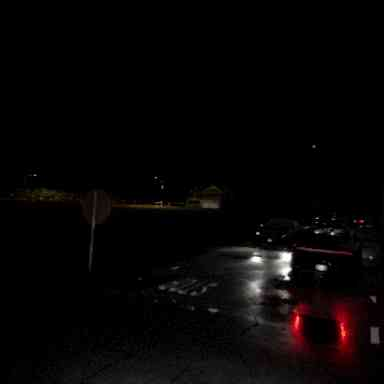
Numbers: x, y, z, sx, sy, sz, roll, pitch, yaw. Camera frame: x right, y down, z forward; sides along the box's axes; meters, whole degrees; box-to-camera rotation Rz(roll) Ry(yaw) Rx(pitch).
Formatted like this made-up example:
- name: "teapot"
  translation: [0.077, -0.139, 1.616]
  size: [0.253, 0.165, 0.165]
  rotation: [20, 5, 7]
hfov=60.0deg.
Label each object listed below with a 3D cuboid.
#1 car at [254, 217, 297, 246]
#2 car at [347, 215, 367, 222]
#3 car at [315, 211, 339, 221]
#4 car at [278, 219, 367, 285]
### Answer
- name: "car"
  translation: [4.773, 2.102, 17.763]
  size: [1.812, 1.442, 4.674]
  rotation: [2, -1, 28]
- name: "car"
  translation: [18.414, 3.257, 37.298]
  size: [2.033, 1.411, 5.357]
  rotation: [2, -2, 29]
- name: "car"
  translation: [15.130, 2.900, 37.191]
  size: [2.097, 1.767, 4.553]
  rotation: [2, -2, 28]
- name: "car"
  translation: [4.566, 1.898, 11.004]
  size: [2.128, 1.511, 4.902]
  rotation: [2, -2, 28]
